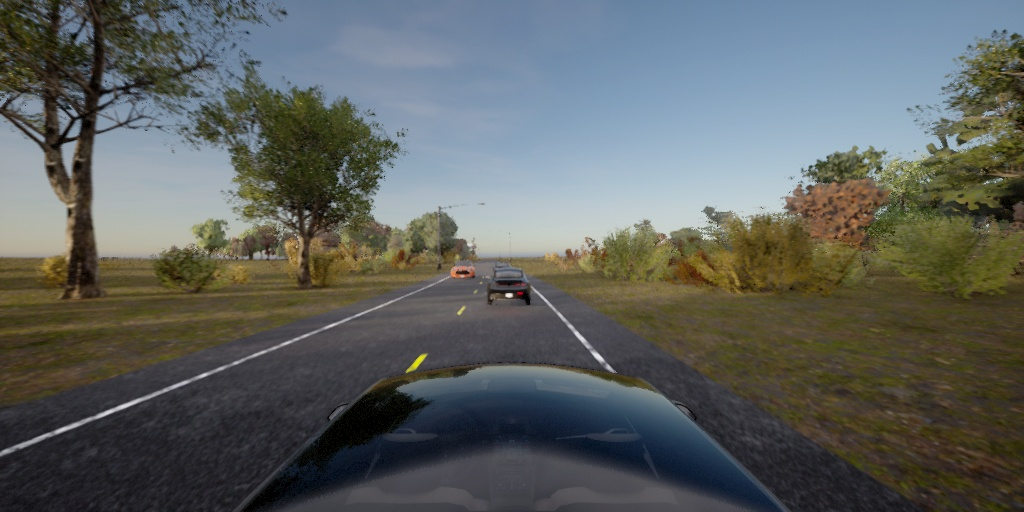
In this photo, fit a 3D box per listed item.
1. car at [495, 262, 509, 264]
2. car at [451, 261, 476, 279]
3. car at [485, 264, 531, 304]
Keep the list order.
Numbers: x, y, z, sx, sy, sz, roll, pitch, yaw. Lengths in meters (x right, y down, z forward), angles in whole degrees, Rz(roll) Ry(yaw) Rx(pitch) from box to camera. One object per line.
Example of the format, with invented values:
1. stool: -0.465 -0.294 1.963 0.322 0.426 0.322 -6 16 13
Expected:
1. car: -1.017 1.339 35.261 2.128 1.511 4.902 0 0 -3
2. car: -4.544 1.223 34.069 2.097 1.767 4.553 0 0 -3
3. car: -0.173 1.300 16.581 1.837 1.490 4.892 0 0 -1
